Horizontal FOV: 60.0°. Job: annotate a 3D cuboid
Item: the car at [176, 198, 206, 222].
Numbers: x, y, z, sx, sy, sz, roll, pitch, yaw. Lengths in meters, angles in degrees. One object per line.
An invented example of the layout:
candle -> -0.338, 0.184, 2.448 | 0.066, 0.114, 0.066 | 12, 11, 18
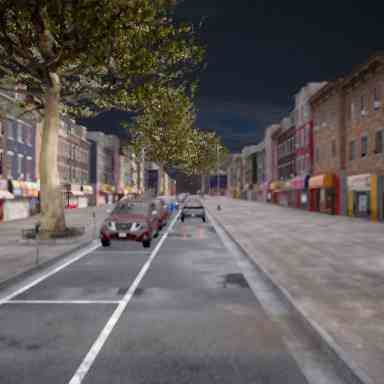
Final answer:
car -> 0.092, 1.454, 25.930 | 2.128, 1.511, 4.902 | 0, 0, 0

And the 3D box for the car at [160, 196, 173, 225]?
car -> -2.607, 1.285, 20.592 | 2.192, 1.841, 5.009 | 2, 0, 0

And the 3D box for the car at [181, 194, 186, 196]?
car -> -2.609, 1.502, 64.874 | 1.802, 1.307, 4.206 | 2, 0, 0

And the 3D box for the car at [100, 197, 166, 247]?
car -> -2.608, 1.293, 15.057 | 2.192, 1.841, 5.009 | 2, 0, 0

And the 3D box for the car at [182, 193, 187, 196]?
car -> -2.606, 1.442, 75.775 | 1.752, 1.417, 4.829 | 2, 0, 0

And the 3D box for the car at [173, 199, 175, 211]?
car -> -2.613, 1.507, 26.128 | 1.887, 1.381, 4.507 | 2, 0, 0

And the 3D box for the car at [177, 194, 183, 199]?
car -> -2.607, 1.380, 42.734 | 1.967, 1.590, 4.097 | 2, 0, 0

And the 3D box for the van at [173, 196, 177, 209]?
van -> -2.606, 1.296, 31.663 | 1.690, 1.788, 3.998 | 2, 0, 0

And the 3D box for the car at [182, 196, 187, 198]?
car -> 0.094, 1.506, 41.219 | 1.994, 1.385, 4.181 | 0, 0, 0
